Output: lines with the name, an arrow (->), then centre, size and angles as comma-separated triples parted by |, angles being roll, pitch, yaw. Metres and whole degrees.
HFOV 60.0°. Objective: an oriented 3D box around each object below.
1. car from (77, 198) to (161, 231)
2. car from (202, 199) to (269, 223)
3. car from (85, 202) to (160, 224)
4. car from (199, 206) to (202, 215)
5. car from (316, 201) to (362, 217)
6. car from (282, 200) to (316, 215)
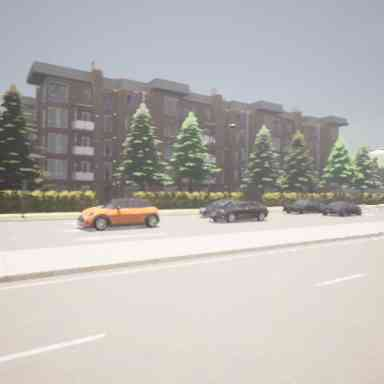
car -> -4.167, 1.181, 19.210 | 4.553, 1.767, 2.097 | 1, 0, -33
car -> 3.461, 1.401, 24.251 | 4.892, 1.490, 1.837 | 0, 0, -33
car -> -4.743, 1.400, 23.024 | 4.718, 1.301, 1.895 | 1, 0, -33
car -> 2.878, 1.358, 28.055 | 4.902, 1.511, 2.128 | 1, 0, -33
car -> 14.024, 1.552, 31.210 | 4.181, 1.385, 1.994 | 1, 0, -33
car -> 11.620, 1.490, 33.826 | 5.357, 1.411, 2.033 | 1, 0, -33
